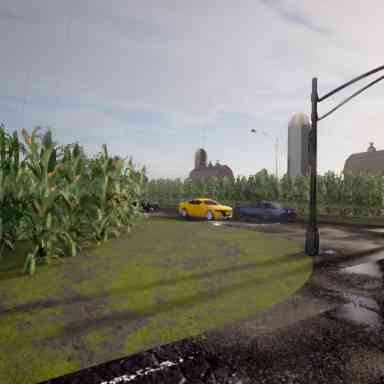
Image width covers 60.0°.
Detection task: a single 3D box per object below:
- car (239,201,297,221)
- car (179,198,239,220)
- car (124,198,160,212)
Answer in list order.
[{"bbox_3d":[5.551,1.447,26.196,2.033,1.411,5.357,2,0,-38],"label":"car"},{"bbox_3d":[1.012,1.278,25.998,1.882,1.535,5.008,2,0,-38],"label":"car"},{"bbox_3d":[-5.176,1.321,33.931,1.895,1.301,4.718,2,0,-38],"label":"car"}]
